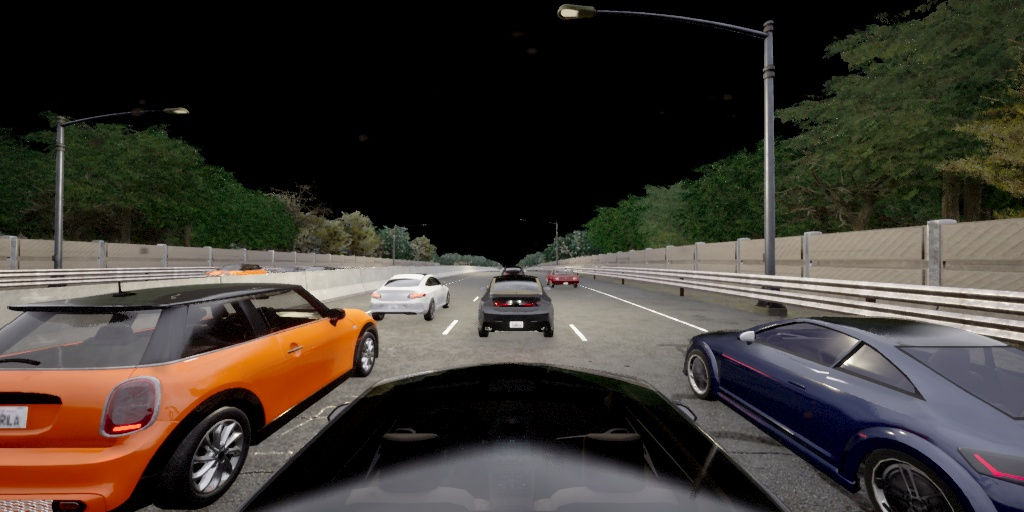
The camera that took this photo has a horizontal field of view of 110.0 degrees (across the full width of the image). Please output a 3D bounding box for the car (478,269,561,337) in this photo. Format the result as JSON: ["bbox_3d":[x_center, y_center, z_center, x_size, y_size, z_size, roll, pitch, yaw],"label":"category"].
[{"bbox_3d":[0.097,1.289,10.350,1.837,1.490,4.892,0,0,0],"label":"car"}]

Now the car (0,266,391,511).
[{"bbox_3d":[-3.403,1.107,4.528,2.097,1.767,4.553,0,0,0],"label":"car"}]

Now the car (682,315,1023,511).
[{"bbox_3d":[3.600,1.316,3.801,1.994,1.385,4.181,0,0,0],"label":"car"}]

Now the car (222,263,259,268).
[{"bbox_3d":[-21.109,1.366,27.428,2.097,1.767,4.553,0,-1,0],"label":"car"}]

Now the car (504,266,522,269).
[{"bbox_3d":[0.089,1.538,28.348,1.837,1.490,4.892,0,-1,0],"label":"car"}]

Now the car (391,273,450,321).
[{"bbox_3d":[-3.404,1.327,12.585,1.812,1.442,4.674,0,-1,0],"label":"car"}]

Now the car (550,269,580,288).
[{"bbox_3d":[3.591,1.593,26.271,1.895,1.301,4.718,0,-1,0],"label":"car"}]
